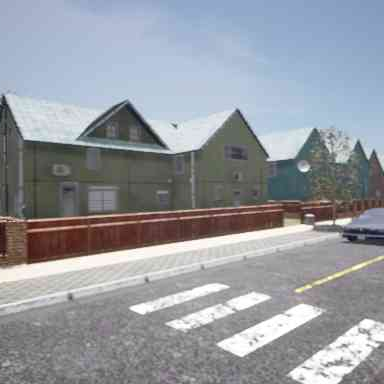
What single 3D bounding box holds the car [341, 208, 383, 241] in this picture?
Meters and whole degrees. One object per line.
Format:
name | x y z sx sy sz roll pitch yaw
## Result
car | 8.864 1.458 15.381 5.357 1.411 2.033 -1 -1 -42
